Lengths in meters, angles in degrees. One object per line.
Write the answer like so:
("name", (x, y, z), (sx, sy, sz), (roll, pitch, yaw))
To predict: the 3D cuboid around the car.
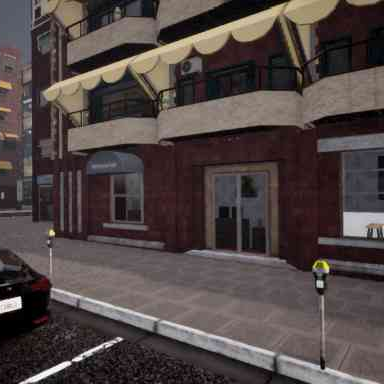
("car", (-4.164, 1.567, 5.706), (4.313, 1.339, 1.947), (0, -1, 36))
